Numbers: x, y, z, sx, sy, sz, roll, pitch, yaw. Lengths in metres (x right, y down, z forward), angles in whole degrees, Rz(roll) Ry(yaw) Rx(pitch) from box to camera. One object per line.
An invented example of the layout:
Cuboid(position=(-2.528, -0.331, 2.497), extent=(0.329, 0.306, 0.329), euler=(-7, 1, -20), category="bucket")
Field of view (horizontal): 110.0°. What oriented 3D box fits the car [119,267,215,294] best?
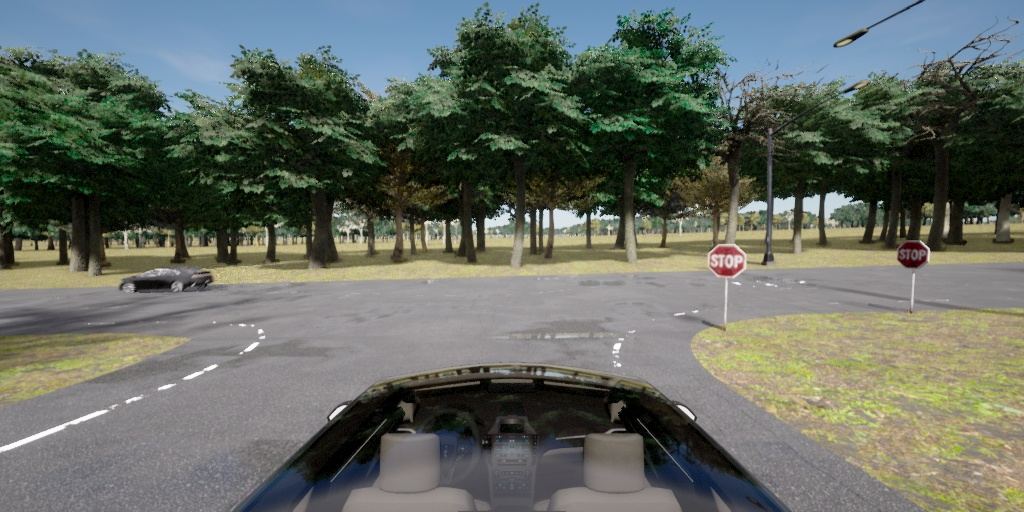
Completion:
Cuboid(position=(-21.199, 1.436, 22.076), extent=(4.902, 1.511, 2.128), euler=(-1, 3, 0), category="car")
